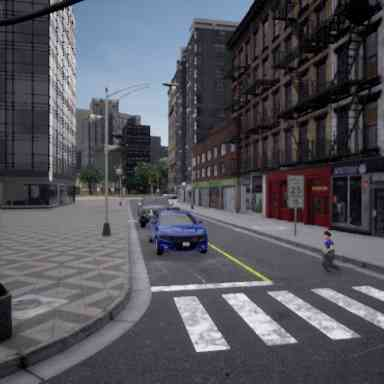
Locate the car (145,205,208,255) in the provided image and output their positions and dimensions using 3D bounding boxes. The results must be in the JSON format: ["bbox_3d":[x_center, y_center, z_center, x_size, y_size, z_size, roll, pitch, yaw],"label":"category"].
[{"bbox_3d":[-0.720,1.530,13.834,1.882,1.535,5.008,0,0,-12],"label":"car"}]

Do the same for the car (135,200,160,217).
[{"bbox_3d":[-4.581,1.601,33.596,2.128,1.511,4.902,0,0,-11],"label":"car"}]

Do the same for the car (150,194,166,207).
[{"bbox_3d":[-5.724,1.345,55.965,2.150,2.045,5.566,0,0,-11],"label":"car"}]

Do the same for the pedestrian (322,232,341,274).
[{"bbox_3d":[3.819,1.610,9.228,0.375,1.300,0.375,0,0,-11],"label":"pedestrian"}]

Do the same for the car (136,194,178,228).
[{"bbox_3d":[-2.620,1.306,23.559,2.150,2.045,5.566,0,0,-11],"label":"car"}]
